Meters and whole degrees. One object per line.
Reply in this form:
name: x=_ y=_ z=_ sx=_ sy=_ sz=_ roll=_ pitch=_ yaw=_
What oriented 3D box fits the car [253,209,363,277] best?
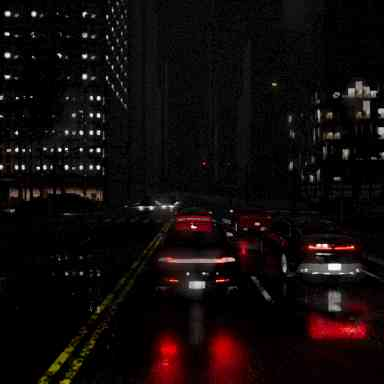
car: x=3.339 y=1.506 z=10.203 sx=1.837 sy=1.490 sz=4.892 roll=0 pitch=0 yaw=0

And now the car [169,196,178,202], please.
car: x=-4.279 y=1.551 z=78.245 sx=1.895 sy=1.301 sz=4.718 roll=0 pitch=0 yaw=-1

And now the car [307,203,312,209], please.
car: x=16.780 y=1.584 z=40.964 sx=4.902 sy=1.511 sz=2.128 roll=0 pitch=-1 yaw=1

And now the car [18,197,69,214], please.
car: x=-14.646 y=1.472 z=32.306 sx=4.181 sy=1.385 sz=1.994 roll=0 pitch=-1 yaw=4

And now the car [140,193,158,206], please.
car: x=-7.169 y=1.332 z=53.744 sx=2.097 sy=1.767 sz=4.553 roll=0 pitch=0 yaw=-1

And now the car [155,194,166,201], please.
car: x=-7.565 y=1.308 z=80.235 sx=2.097 sy=1.767 sz=4.553 roll=0 pitch=0 yaw=-1

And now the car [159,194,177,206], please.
car: x=-3.948 y=1.543 z=55.556 sx=1.994 sy=1.385 sz=4.181 roll=0 pitch=0 yaw=-1

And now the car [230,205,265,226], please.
car: x=3.328 y=1.478 z=19.428 sx=1.882 sy=1.535 sz=5.008 roll=0 pitch=0 yaw=0

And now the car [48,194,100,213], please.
car: x=-12.908 y=1.186 z=35.921 sx=5.566 sy=2.045 sz=2.150 roll=0 pitch=-1 yaw=-4

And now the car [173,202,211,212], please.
car: x=0.079 y=1.478 z=18.026 sx=1.882 sy=1.535 sz=5.008 roll=0 pitch=0 yaw=0

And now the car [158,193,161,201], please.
car: x=-7.362 y=1.188 z=69.026 sx=2.150 sy=2.045 sz=5.566 roll=0 pitch=0 yaw=-1

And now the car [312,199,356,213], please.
car: x=16.294 y=1.609 z=37.724 sx=4.181 sy=1.385 sz=1.994 roll=0 pitch=-1 yaw=2

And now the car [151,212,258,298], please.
car: x=0.090 y=1.493 z=8.529 sx=2.128 sy=1.511 sz=4.902 roll=0 pitch=0 yaw=0

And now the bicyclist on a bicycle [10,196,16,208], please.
bicyclist on a bicycle: x=-25.210 y=1.397 z=46.827 sx=0.582 sy=1.620 sz=1.656 roll=0 pitch=-1 yaw=2
